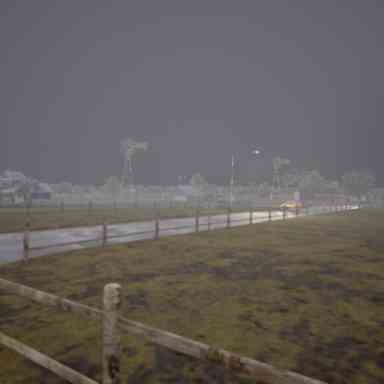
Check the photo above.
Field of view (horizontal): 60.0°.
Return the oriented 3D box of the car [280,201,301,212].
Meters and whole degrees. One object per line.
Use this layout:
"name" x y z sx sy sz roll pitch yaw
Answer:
"car" 14.666 2.099 49.405 1.882 1.535 5.008 2 0 36
